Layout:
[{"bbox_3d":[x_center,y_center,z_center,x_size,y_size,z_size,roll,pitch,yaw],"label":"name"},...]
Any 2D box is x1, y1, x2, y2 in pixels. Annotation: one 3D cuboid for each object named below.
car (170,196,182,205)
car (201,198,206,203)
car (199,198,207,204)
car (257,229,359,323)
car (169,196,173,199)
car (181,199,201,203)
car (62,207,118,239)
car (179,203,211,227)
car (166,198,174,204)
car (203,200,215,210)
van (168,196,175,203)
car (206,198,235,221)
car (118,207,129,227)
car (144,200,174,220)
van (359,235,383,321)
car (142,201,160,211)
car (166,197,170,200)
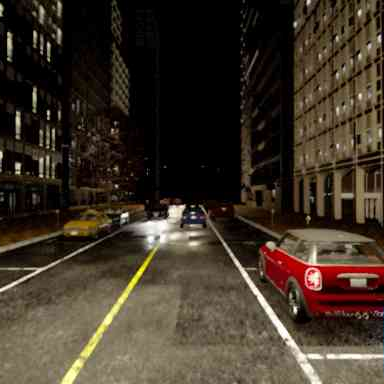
[{"bbox_3d":[-3.056,2.149,71.713,1.895,1.301,4.718,0,0,0],"label":"car"},{"bbox_3d":[2.662,1.671,41.466,2.192,1.841,5.009,0,0,0],"label":"car"},{"bbox_3d":[2.629,2.234,81.308,1.947,1.339,4.313,0,0,0],"label":"car"},{"bbox_3d":[2.688,1.506,7.313,1.967,1.590,4.097,0,-1,0],"label":"car"},{"bbox_3d":[-5.747,2.176,75.622,2.008,1.369,4.403,0,0,0],"label":"car"},{"bbox_3d":[0.068,1.906,41.826,2.033,1.411,5.357,0,0,0],"label":"car"},{"bbox_3d":[-5.702,1.690,18.530,1.752,1.417,4.829,0,0,0],"label":"car"},{"bbox_3d":[0.082,1.762,24.575,2.033,1.411,5.357,0,-1,0],"label":"car"},{"bbox_3d":[-5.756,2.256,87.006,1.887,1.381,4.507,0,0,0],"label":"car"},{"bbox_3d":[2.651,1.974,53.017,1.752,1.417,4.829,0,0,0],"label":"car"},{"bbox_3d":[-5.760,2.095,92.700,1.690,1.788,3.998,0,0,0],"label":"van"},{"bbox_3d":[2.671,1.576,30.082,2.192,1.841,5.009,0,0,0],"label":"car"},{"bbox_3d":[-5.707,1.765,24.393,2.008,1.369,4.403,0,0,0],"label":"car"},{"bbox_3d":[-3.122,1.764,31.377,2.128,1.511,4.902,0,0,0],"label":"car"},{"bbox_3d":[2.692,1.357,1.623,1.690,1.788,3.998,0,-1,0],"label":"van"},{"bbox_3d":[-5.725,1.954,47.161,2.008,1.369,4.403,0,0,0],"label":"car"},{"bbox_3d":[-5.738,2.120,64.236,1.802,1.307,4.206,0,0,0],"label":"car"}]
